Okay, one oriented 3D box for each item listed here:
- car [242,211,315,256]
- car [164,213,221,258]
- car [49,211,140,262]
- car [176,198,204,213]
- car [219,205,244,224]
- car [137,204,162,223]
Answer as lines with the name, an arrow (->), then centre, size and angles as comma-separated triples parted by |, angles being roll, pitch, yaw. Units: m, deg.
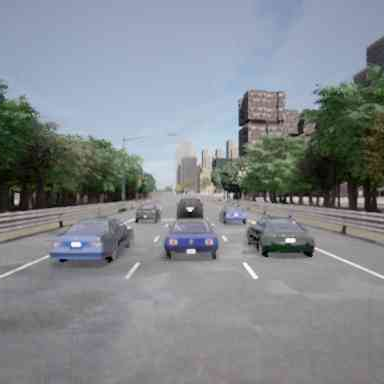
car -> 3.484, 1.695, 13.741 | 1.994, 1.385, 4.181 | 0, 0, 0
car -> -0.019, 1.728, 13.380 | 1.895, 1.301, 4.718 | 0, -1, 0
car -> -3.526, 1.668, 12.647 | 2.033, 1.411, 5.357 | 0, -1, 0
car -> -0.162, 1.492, 27.738 | 2.150, 2.045, 5.566 | 0, 0, 0
car -> 3.338, 1.814, 27.716 | 2.033, 1.411, 5.357 | 0, -1, 0
car -> -3.662, 1.770, 28.639 | 2.128, 1.511, 4.902 | 0, 0, 0
